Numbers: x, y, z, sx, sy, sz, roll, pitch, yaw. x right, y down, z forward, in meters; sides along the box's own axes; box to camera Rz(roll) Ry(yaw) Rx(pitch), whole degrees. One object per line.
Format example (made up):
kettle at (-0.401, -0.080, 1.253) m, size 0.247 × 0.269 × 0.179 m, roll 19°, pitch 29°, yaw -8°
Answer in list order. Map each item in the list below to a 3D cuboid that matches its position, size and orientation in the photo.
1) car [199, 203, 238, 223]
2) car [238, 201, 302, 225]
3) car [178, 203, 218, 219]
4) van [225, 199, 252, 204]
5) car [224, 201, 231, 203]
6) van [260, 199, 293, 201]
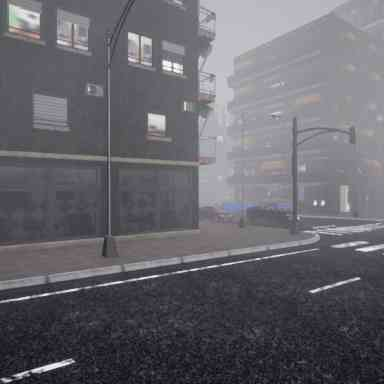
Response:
car at (1.760, 1.874, 28.656) m, size 1.802 × 1.307 × 4.206 m, roll -1°, pitch 0°, yaw -36°
car at (6.437, 1.717, 26.648) m, size 2.128 × 1.511 × 4.902 m, roll 0°, pitch -1°, yaw -37°
car at (0.546, 1.919, 34.649) m, size 1.994 × 1.385 × 4.181 m, roll 0°, pitch -1°, yaw -36°
van at (5.175, 1.676, 38.093) m, size 1.690 × 1.788 × 3.998 m, roll -1°, pitch 0°, yaw -36°
car at (1.892, 1.971, 38.173) m, size 1.895 × 1.301 × 4.718 m, roll 0°, pitch -1°, yaw -36°
van at (8.494, 1.602, 33.580) m, size 1.690 × 1.788 × 3.998 m, roll -1°, pitch 0°, yaw -36°
